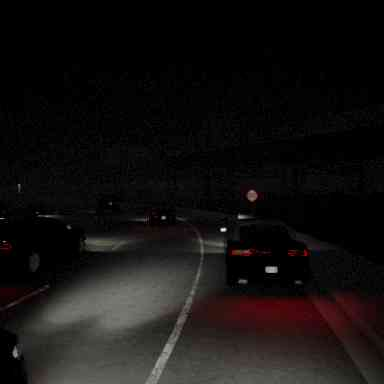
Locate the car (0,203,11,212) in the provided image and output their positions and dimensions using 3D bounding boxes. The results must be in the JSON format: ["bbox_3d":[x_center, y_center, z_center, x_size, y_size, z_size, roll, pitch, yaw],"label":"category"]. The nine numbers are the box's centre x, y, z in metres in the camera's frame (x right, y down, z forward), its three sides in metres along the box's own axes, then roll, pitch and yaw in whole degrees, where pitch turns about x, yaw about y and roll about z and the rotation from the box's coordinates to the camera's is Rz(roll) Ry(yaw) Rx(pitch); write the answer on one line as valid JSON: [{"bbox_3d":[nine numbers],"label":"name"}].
[{"bbox_3d":[-19.605,1.782,33.860,2.033,1.411,5.357,-1,0,-25],"label":"car"}]

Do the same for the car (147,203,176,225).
[{"bbox_3d":[-2.265,1.552,24.523,1.812,1.442,4.674,0,0,-9],"label":"car"}]

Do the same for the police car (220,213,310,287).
[{"bbox_3d":[1.861,1.420,9.527,1.930,1.638,5.238,0,0,4],"label":"police car"}]

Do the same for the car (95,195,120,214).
[{"bbox_3d":[-9.634,1.333,37.597,2.150,2.045,5.566,-1,0,-23],"label":"car"}]

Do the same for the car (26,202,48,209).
[{"bbox_3d":[-16.630,1.747,35.729,2.033,1.411,5.357,-1,0,-25],"label":"car"}]

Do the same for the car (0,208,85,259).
[{"bbox_3d":[-5.059,1.496,10.438,1.882,1.535,5.008,0,0,5],"label":"car"}]

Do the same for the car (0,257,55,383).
[{"bbox_3d":[-2.853,1.493,1.307,2.128,1.511,4.902,0,0,13],"label":"car"}]
